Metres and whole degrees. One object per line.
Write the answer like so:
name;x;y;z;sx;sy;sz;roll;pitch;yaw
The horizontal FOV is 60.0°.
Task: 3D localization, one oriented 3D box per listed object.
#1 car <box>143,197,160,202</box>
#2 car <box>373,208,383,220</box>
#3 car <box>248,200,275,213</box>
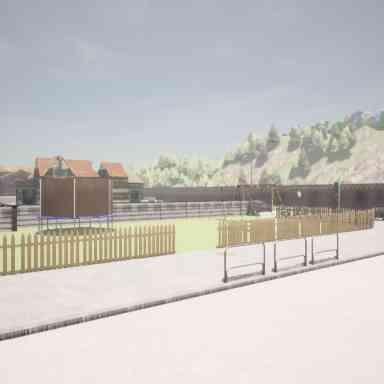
car;-7.319;1.548;57.904;2.033;1.411;5.357;0;0;-35
car;16.217;1.547;24.555;2.033;1.411;5.357;0;0;-35
car;7.249;1.564;37.207;1.994;1.385;4.181;0;0;-35
